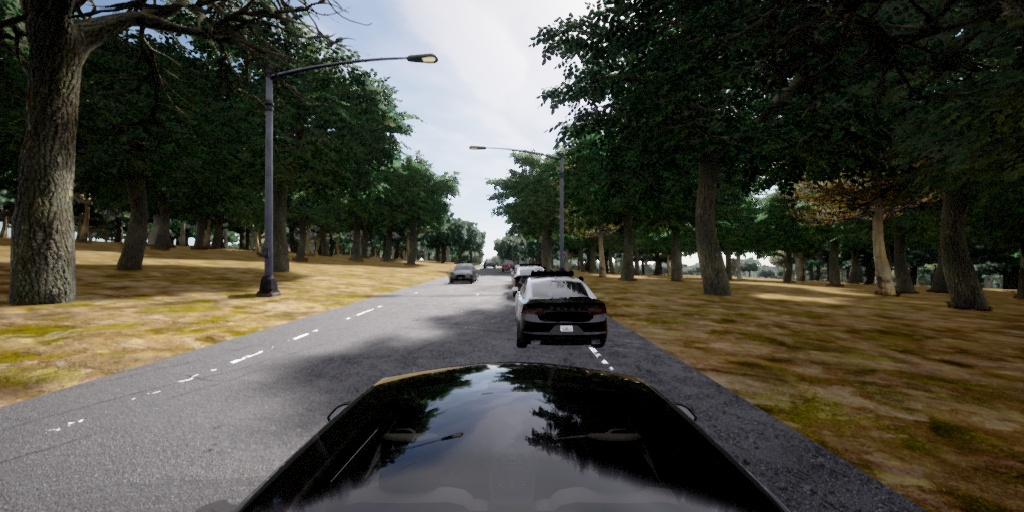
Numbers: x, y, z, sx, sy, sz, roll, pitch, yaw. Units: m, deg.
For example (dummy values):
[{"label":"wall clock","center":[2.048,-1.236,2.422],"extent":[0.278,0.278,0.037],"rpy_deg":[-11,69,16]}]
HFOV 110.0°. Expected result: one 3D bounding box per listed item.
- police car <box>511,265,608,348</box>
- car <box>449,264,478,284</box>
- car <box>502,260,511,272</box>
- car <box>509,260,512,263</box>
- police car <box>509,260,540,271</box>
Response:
[{"label":"police car","center":[1.035,1.190,9.438],"extent":[1.930,1.638,5.238],"rpy_deg":[0,0,0]},{"label":"car","center":[-3.749,1.364,28.324],"extent":[1.837,1.490,4.892],"rpy_deg":[0,0,-1]},{"label":"car","center":[-0.410,1.399,51.681],"extent":[2.097,1.767,4.553],"rpy_deg":[0,-1,-1]},{"label":"car","center":[0.911,1.295,25.353],"extent":[1.882,1.535,5.008],"rpy_deg":[-2,0,-1]},{"label":"police car","center":[0.970,1.218,19.451],"extent":[1.930,1.638,5.238],"rpy_deg":[-1,0,0]}]
